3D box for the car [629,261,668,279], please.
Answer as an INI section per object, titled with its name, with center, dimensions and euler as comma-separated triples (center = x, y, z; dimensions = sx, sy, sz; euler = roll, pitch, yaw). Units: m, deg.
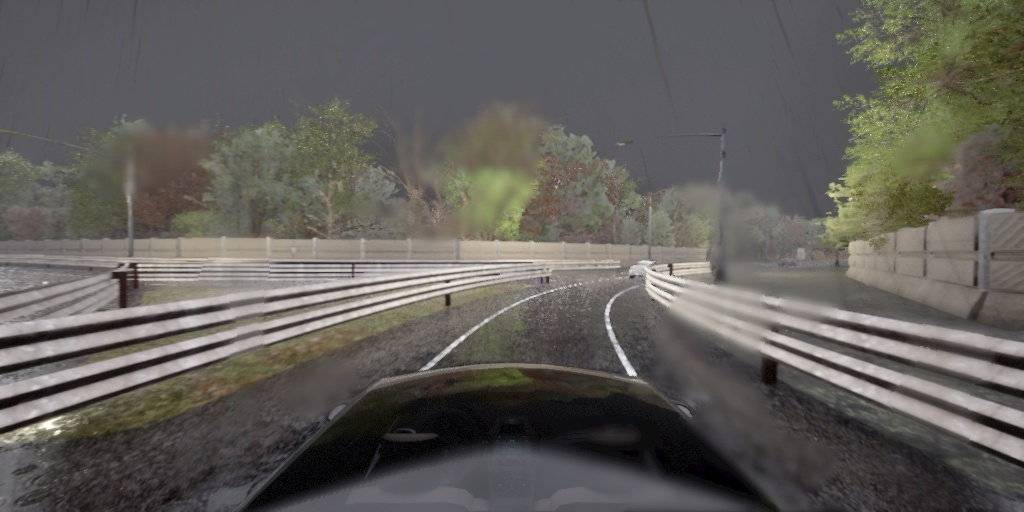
[car]
center = 10.975, 1.124, 28.693
dimensions = 1.812, 1.442, 4.674
euler = 1, 0, 42
